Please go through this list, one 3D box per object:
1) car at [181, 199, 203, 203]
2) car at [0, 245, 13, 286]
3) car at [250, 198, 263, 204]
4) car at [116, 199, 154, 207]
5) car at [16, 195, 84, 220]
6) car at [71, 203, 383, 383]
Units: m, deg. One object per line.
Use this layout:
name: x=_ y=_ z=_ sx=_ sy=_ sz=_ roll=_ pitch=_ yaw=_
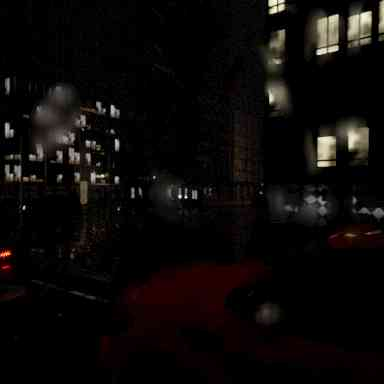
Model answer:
car: x=-0.155 y=1.666 z=45.448 sx=1.812 sy=1.442 sz=4.674 roll=1 pitch=0 yaw=36
car: x=-6.127 y=1.519 z=8.041 sx=4.674 sy=1.442 sz=1.812 roll=0 pitch=0 yaw=35
car: x=11.628 y=1.784 z=55.953 sx=2.033 sy=1.411 sz=5.357 roll=1 pitch=0 yaw=37
car: x=-6.309 y=1.585 z=37.198 sx=2.128 sy=1.511 sz=4.902 roll=1 pitch=0 yaw=37
car: x=-12.245 y=1.269 z=29.174 sx=2.150 sy=2.045 sz=5.566 roll=1 pitch=0 yaw=39
car: x=1.773 y=1.222 z=2.420 sx=5.566 sy=2.045 sz=2.150 roll=0 pitch=0 yaw=35
